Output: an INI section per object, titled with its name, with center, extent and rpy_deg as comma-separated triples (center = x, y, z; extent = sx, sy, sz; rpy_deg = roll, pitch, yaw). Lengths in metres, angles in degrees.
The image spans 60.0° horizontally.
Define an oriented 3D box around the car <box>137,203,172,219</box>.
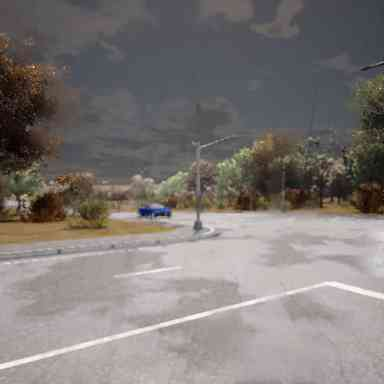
[car]
center = -3.781, 1.847, 33.137
extent = 1.882, 1.535, 5.008
rpy_deg = 0, -2, -33
